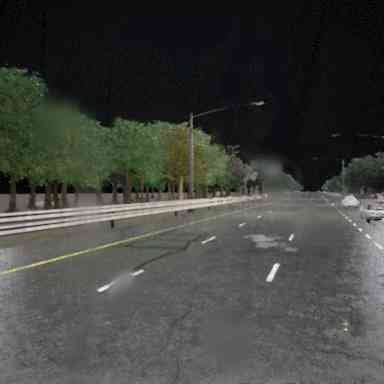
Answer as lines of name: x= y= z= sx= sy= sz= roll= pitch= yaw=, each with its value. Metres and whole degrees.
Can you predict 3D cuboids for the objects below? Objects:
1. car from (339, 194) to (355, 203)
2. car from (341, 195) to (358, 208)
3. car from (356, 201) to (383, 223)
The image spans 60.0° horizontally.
car: x=28.555 y=1.229 z=61.149 sx=2.128 sy=1.511 sz=4.902 roll=0 pitch=0 yaw=30
car: x=20.575 y=1.347 z=43.350 sx=1.812 sy=1.442 sz=4.674 roll=0 pitch=0 yaw=21
car: x=13.316 y=1.492 z=23.865 sx=1.895 sy=1.301 sz=4.718 roll=0 pitch=0 yaw=20
